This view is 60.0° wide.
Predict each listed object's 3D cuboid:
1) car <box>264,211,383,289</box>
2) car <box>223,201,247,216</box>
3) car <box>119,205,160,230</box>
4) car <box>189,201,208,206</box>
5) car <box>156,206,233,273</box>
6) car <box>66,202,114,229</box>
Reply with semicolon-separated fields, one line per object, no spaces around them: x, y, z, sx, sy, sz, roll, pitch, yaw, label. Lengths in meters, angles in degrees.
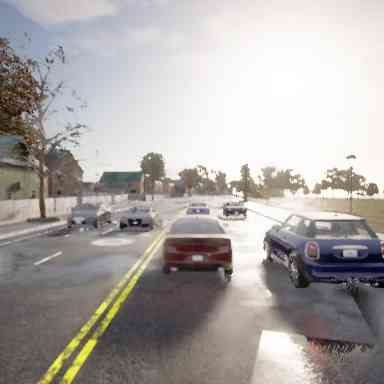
3.407;1.323;9.217;2.097;1.767;4.553;0;0;1;car
3.918;1.515;30.813;1.895;1.301;4.718;0;0;2;car
-3.092;1.507;20.290;1.994;1.385;4.181;0;0;1;car
0.545;1.472;27.291;2.033;1.411;5.357;0;0;2;car
0.178;1.445;10.553;1.882;1.535;5.008;0;0;1;car
-6.323;1.434;21.165;2.128;1.511;4.902;0;0;1;car
